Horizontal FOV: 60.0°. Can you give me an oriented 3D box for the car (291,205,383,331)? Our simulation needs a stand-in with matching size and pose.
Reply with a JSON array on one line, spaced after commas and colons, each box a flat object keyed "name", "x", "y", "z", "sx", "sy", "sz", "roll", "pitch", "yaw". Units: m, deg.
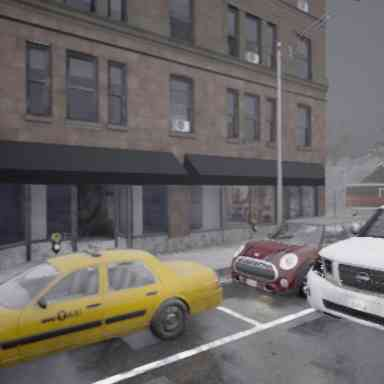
[{"name": "car", "x": 4.552, "y": 1.175, "z": 6.192, "sx": 5.566, "sy": 2.045, "sz": 2.150, "roll": -1, "pitch": 0, "yaw": -35}]

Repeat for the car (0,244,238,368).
[{"name": "car", "x": -1.738, "y": 1.517, "z": 4.947, "sx": 4.829, "sy": 1.417, "sz": 1.752, "roll": 0, "pitch": 0, "yaw": -35}]

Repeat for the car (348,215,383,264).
[{"name": "car", "x": 7.387, "y": 1.503, "z": 11.454, "sx": 4.206, "sy": 1.307, "sz": 1.802, "roll": 0, "pitch": 0, "yaw": -35}]

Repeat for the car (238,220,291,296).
[{"name": "car", "x": 2.893, "y": 1.396, "z": 8.250, "sx": 4.097, "sy": 1.590, "sz": 1.967, "roll": 0, "pitch": 0, "yaw": -35}]
